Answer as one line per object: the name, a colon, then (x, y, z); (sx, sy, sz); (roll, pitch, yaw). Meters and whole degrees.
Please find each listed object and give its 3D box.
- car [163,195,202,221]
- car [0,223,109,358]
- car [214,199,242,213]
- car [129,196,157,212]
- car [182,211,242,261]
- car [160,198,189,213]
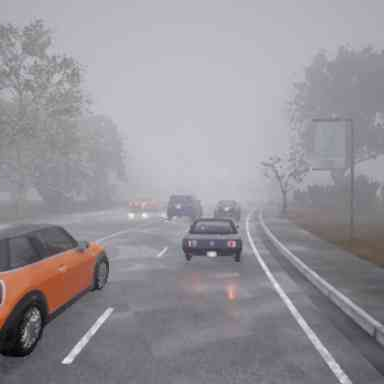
car: (-0.555, 1.262, 27.866); (2.150, 2.045, 5.566); (0, 0, 10)
car: (-3.148, 1.353, 6.238); (2.097, 1.767, 4.553); (0, 0, 3)
car: (3.093, 1.406, 28.245); (2.097, 1.767, 4.553); (0, 0, 10)
car: (-5.695, 1.380, 38.831); (2.097, 1.767, 4.553); (0, 0, 12)
car: (0.819, 1.623, 12.441); (1.895, 1.301, 4.718); (0, 0, 5)
car: (-1.980, 1.532, 39.472); (2.128, 1.511, 4.902); (0, 0, 12)
